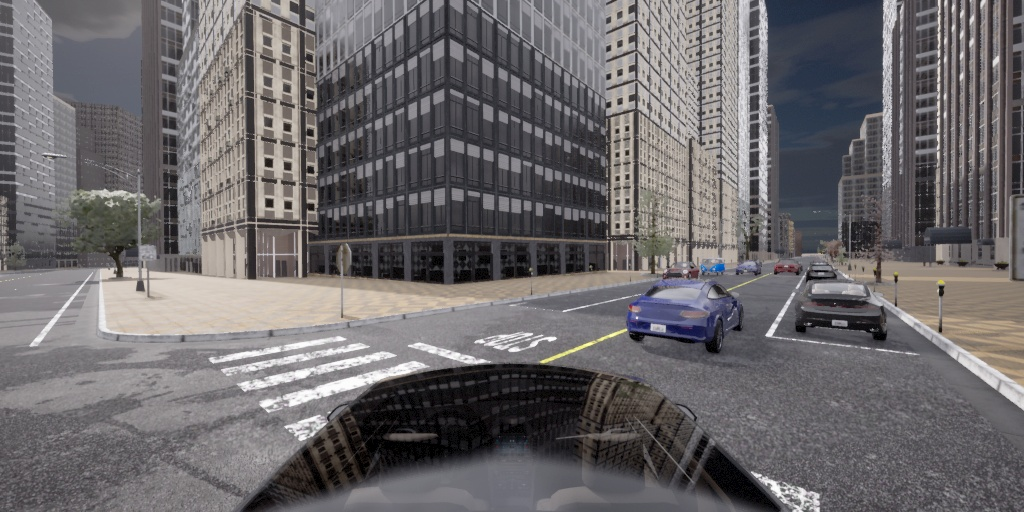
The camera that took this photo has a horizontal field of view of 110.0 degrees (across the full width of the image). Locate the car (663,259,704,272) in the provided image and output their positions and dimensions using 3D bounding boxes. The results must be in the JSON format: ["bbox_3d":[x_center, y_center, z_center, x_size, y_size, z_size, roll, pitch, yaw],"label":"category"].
[{"bbox_3d":[13.376,1.165,28.277,1.967,1.591,4.097,0,0,40],"label":"car"}]

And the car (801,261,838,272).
[{"bbox_3d":[23.411,1.305,27.150,1.948,1.339,4.313,0,0,40],"label":"car"}]

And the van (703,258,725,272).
[{"bbox_3d":[20.676,1.060,36.880,1.690,1.789,3.998,0,0,40],"label":"van"}]

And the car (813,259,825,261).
[{"bbox_3d":[34.365,1.294,40.056,1.948,1.339,4.313,0,0,40],"label":"car"}]

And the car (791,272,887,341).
[{"bbox_3d":[8.906,1.300,9.859,2.007,1.370,4.403,0,0,40],"label":"car"}]

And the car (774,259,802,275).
[{"bbox_3d":[29.233,1.079,38.032,2.097,1.767,4.553,0,0,41],"label":"car"}]

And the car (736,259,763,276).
[{"bbox_3d":[24.914,1.248,37.711,1.812,1.442,4.674,0,0,40],"label":"car"}]

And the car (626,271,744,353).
[{"bbox_3d":[4.405,1.271,8.909,1.812,1.442,4.674,0,0,40],"label":"car"}]
